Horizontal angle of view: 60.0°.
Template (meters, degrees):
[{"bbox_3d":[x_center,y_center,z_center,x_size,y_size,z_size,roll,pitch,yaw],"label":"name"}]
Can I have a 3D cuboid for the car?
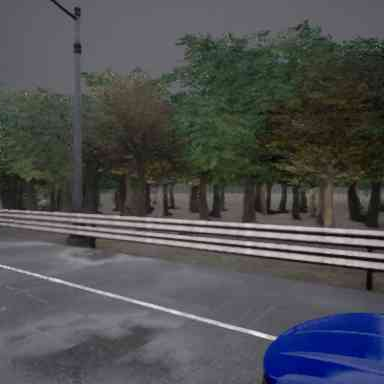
[{"bbox_3d":[2.840,1.476,1.852,5.008,1.535,1.882,0,0,35],"label":"car"}]
